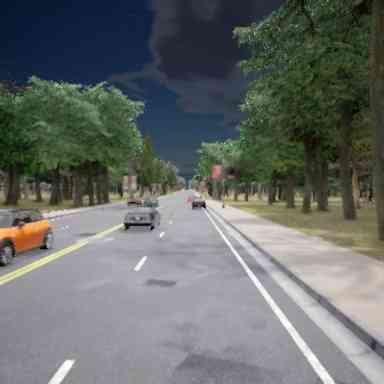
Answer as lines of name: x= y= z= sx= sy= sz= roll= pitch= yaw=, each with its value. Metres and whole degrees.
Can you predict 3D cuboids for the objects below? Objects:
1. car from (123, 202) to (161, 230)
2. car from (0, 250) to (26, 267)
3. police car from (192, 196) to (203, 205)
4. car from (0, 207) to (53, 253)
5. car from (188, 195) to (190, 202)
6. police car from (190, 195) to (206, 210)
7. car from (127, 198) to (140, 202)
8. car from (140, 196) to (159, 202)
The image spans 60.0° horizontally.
car: x=-3.151 y=1.602 z=21.741 sx=2.033 sy=1.411 sz=5.357 roll=0 pitch=0 yaw=0
car: x=-3.150 y=1.495 z=1.659 sx=2.128 sy=1.511 sz=4.902 roll=0 pitch=0 yaw=0
police car: x=0.974 y=1.608 z=62.483 sx=1.930 sy=1.638 sz=5.238 roll=0 pitch=0 yaw=0
car: x=-6.601 y=1.378 z=11.424 sx=2.097 sy=1.767 sz=4.553 roll=0 pitch=0 yaw=0
car: x=-0.002 y=1.476 z=80.007 sx=2.097 sy=1.767 sz=4.553 roll=0 pitch=0 yaw=0
police car: x=0.974 y=1.555 z=46.482 sx=1.930 sy=1.638 sz=5.238 roll=0 pitch=0 yaw=0
car: x=-9.791 y=1.763 z=57.088 sx=1.895 sy=1.301 sz=4.718 roll=0 pitch=0 yaw=1
car: x=-6.560 y=1.503 z=53.472 sx=2.097 sy=1.767 sz=4.553 roll=0 pitch=0 yaw=0
